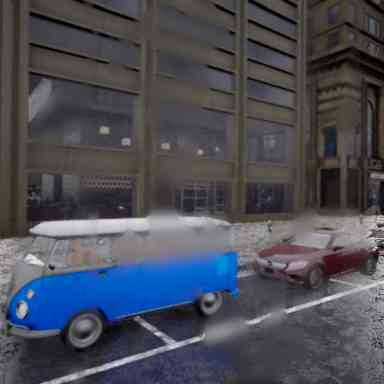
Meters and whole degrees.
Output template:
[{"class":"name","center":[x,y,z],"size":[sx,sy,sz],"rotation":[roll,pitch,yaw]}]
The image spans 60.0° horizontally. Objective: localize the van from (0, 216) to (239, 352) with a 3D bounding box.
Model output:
[{"class":"van","center":[-1.000,1.367,5.930],"size":[3.998,1.788,1.690],"rotation":[1,0,-35]}]

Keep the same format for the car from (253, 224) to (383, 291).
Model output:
[{"class":"car","center":[3.558,1.664,9.181],"size":[4.206,1.307,1.802],"rotation":[1,0,-35]}]
